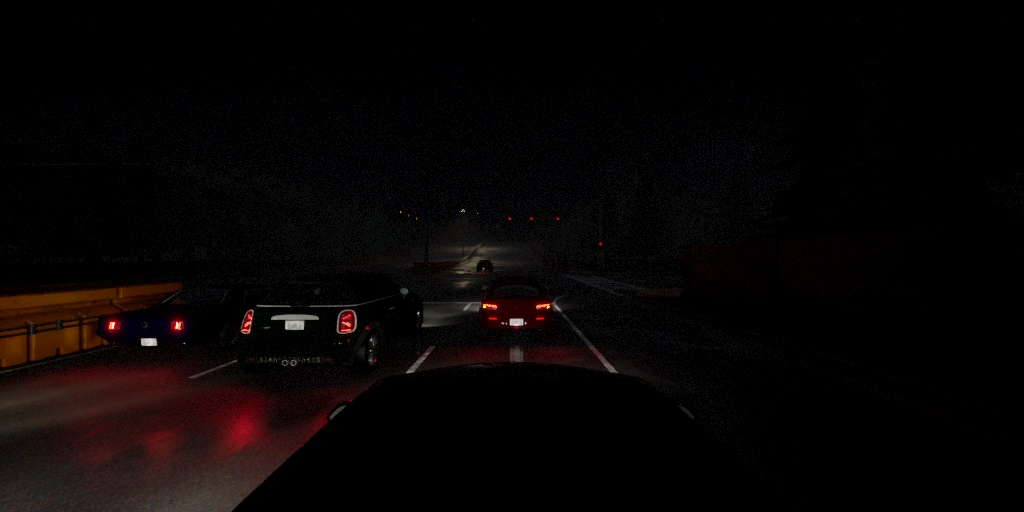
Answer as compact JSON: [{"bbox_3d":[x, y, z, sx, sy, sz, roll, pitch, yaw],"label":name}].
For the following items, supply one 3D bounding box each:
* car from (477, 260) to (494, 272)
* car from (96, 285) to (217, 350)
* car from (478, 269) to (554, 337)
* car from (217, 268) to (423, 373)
[{"bbox_3d":[-3.410,1.255,45.450,1.837,1.490,4.892,0,0,0],"label":"car"},{"bbox_3d":[-6.902,1.351,9.044,1.895,1.301,4.718,0,0,0],"label":"car"},{"bbox_3d":[0.097,1.276,10.120,1.812,1.442,4.674,0,0,0],"label":"car"},{"bbox_3d":[-3.400,1.102,7.730,2.097,1.767,4.553,0,0,0],"label":"car"}]
